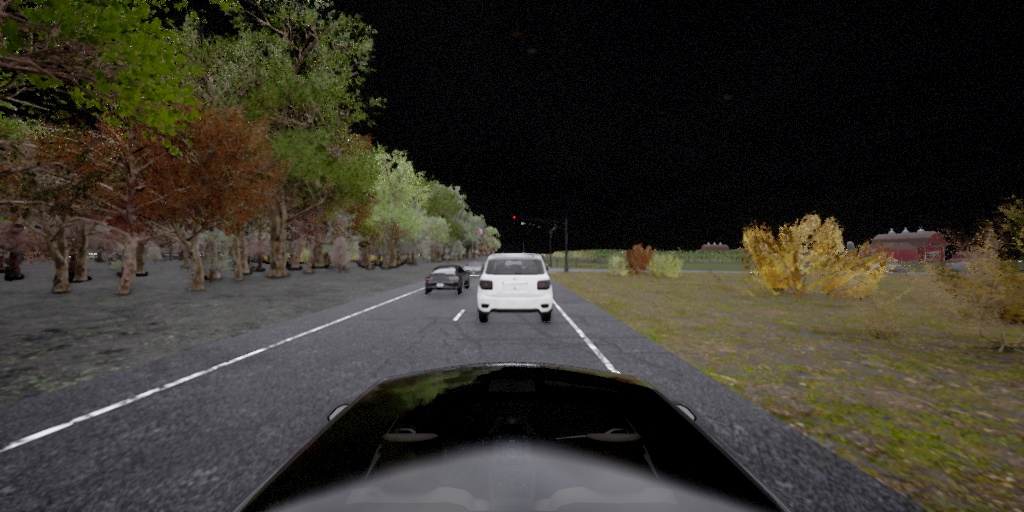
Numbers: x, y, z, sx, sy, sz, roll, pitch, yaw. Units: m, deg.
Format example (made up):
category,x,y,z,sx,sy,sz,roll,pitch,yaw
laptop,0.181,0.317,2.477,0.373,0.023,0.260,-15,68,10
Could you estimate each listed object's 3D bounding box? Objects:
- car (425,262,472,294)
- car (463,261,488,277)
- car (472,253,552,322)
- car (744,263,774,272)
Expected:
category,x,y,z,sx,sy,sz,roll,pitch,yaw
car,-3.395,1.199,19.284,1.812,1.442,4.674,0,0,0
car,-3.390,1.208,34.029,1.895,1.301,4.718,0,0,0
car,0.098,0.927,12.222,2.150,2.045,5.566,0,0,0
car,35.194,1.530,50.635,4.181,1.385,1.994,1,-1,1
